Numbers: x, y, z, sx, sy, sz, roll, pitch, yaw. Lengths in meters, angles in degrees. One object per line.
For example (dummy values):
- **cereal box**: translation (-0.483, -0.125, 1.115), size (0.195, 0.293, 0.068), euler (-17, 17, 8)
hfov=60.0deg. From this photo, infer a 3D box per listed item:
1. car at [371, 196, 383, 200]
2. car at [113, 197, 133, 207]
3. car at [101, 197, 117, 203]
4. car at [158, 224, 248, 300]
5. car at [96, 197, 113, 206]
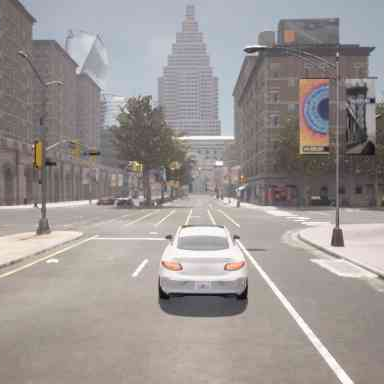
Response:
- **car**: translation (36.007, 1.481, 67.556), size (2.231, 1.521, 4.892), euler (0, 0, 1)
- **car**: translation (-10.407, 1.564, 51.776), size (1.994, 1.385, 4.181), euler (0, 0, 1)
- **car**: translation (-16.705, 1.595, 67.376), size (1.895, 1.301, 4.718), euler (0, 0, 1)
- **car**: translation (0.266, 1.526, 8.303), size (1.812, 1.442, 4.674), euler (0, 0, 2)
- **car**: translation (-13.909, 1.563, 53.627), size (1.994, 1.385, 4.181), euler (0, 0, 3)
